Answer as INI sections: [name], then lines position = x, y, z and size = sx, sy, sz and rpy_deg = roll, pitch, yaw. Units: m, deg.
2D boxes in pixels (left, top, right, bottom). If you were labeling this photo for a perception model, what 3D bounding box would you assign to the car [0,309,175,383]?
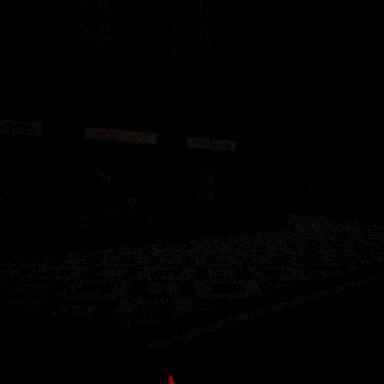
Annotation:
[car]
position = -2.085, 1.564, 1.892
size = 4.181, 1.385, 1.994
rpy_deg = 0, 0, -35
